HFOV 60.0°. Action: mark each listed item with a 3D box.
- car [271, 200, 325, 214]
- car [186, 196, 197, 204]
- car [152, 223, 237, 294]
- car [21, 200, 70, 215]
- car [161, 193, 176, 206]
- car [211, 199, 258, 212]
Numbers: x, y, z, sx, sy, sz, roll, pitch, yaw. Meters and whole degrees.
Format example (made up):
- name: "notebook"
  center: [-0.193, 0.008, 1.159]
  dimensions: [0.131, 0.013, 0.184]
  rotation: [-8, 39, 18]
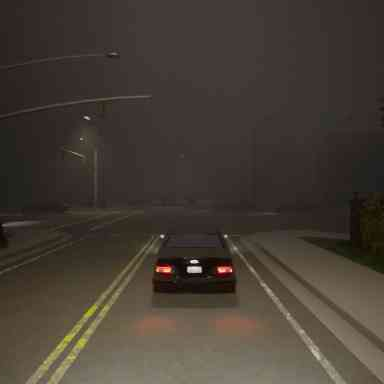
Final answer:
- name: "car"
  center: [11.117, 1.543, 34.972]
  dimensions: [5.357, 1.411, 2.033]
  rotation: [0, 0, -5]
- name: "car"
  center: [-0.082, 1.525, 64.192]
  dimensions: [1.812, 1.442, 4.674]
  rotation: [0, 0, 0]
- name: "car"
  center: [0.053, 1.547, 8.934]
  dimensions: [2.033, 1.411, 5.357]
  rotation: [0, 0, 0]
- name: "car"
  center: [-15.366, 1.592, 34.986]
  dimensions: [4.902, 1.511, 2.128]
  rotation: [-1, 0, -1]
- name: "car"
  center: [-3.719, 1.221, 53.968]
  dimensions: [2.150, 2.045, 5.566]
  rotation: [0, 0, 0]
- name: "car"
  center: [4.893, 1.549, 38.697]
  dimensions: [5.357, 1.411, 2.033]
  rotation: [0, 0, -1]
